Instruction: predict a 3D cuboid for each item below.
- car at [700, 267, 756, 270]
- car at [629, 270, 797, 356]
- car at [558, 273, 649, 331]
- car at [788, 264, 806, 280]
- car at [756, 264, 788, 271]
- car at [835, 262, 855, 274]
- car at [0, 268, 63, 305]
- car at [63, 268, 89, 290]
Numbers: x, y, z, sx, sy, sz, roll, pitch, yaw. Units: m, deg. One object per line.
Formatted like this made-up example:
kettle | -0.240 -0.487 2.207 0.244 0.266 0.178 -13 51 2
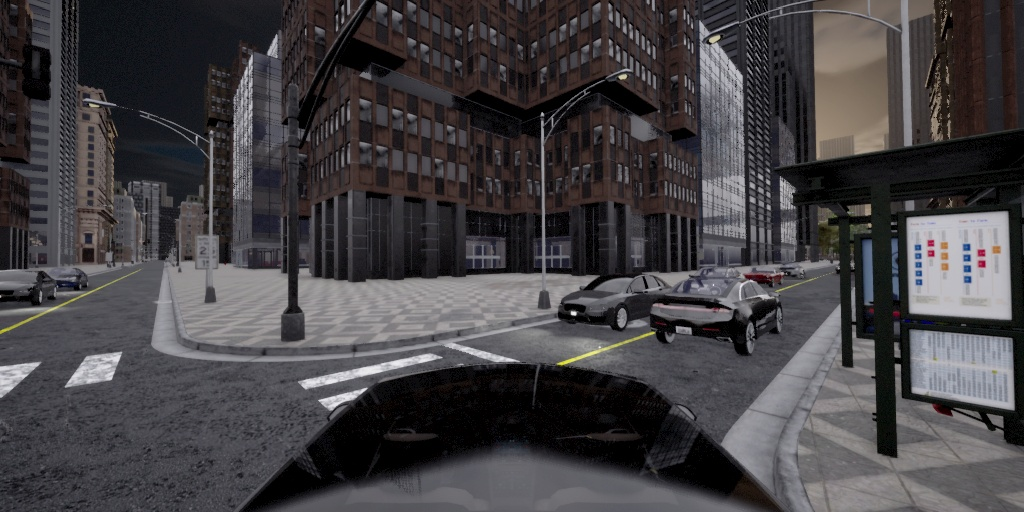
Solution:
car | 10.261 1.305 18.047 4.902 1.511 2.128 0 -1 -44
car | 5.121 1.251 8.753 4.902 1.511 2.128 0 -1 -44
car | 3.477 1.320 11.436 4.892 1.490 1.837 0 -1 -42
car | 24.967 1.373 32.223 4.181 1.385 1.994 0 -1 -44
car | 17.414 1.413 24.963 4.718 1.301 1.895 0 -1 -44
car | 37.459 1.350 39.944 4.718 1.301 1.895 0 -1 -44
car | -22.362 1.399 16.171 1.837 1.490 4.892 0 -1 -44
car | -29.624 1.495 23.690 2.033 1.411 5.357 0 -1 -44
